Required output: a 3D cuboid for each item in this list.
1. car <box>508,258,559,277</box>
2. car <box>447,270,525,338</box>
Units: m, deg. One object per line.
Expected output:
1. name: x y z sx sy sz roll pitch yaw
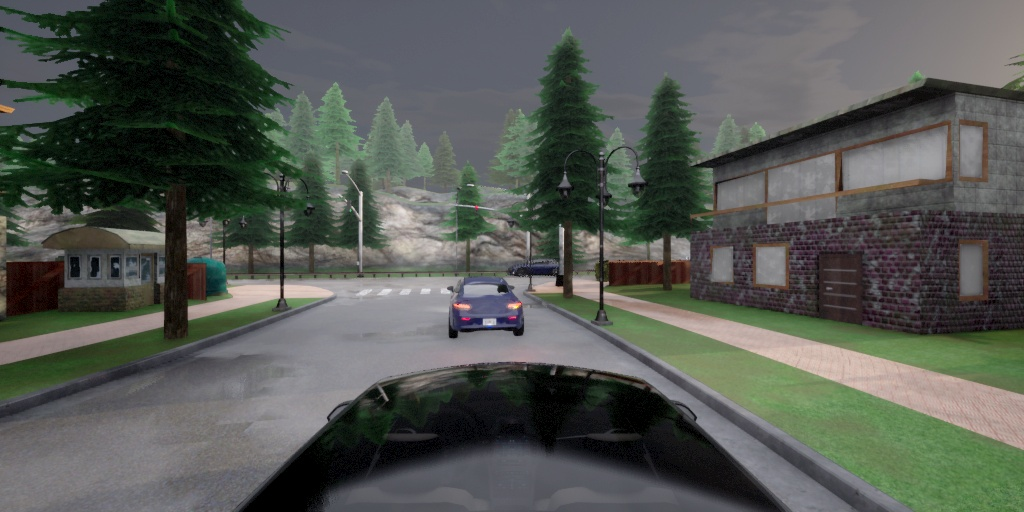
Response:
1. car: 1.938 0.944 31.107 4.553 1.767 2.097 0 0 -14
2. car: -0.836 1.276 10.119 1.812 1.442 4.674 0 0 -9
